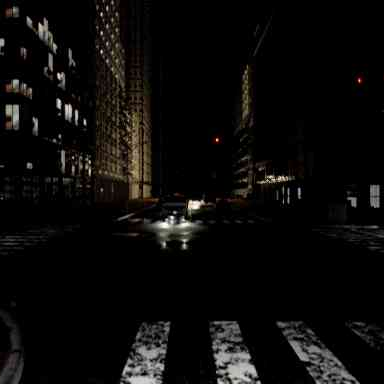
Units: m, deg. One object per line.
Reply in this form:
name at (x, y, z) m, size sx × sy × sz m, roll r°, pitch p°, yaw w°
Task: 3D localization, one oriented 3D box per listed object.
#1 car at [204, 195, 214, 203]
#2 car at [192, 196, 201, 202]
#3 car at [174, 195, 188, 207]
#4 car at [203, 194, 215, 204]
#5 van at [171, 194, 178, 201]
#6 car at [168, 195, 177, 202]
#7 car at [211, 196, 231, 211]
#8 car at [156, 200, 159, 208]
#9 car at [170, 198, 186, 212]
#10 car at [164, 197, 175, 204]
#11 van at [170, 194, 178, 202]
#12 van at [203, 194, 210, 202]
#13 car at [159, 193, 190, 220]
car at (3.549, 1.459, 69.425) m, size 1.967 × 1.590 × 4.097 m, roll 0°, pitch 0°, yaw 0°
car at (0.968, 1.541, 73.228) m, size 1.812 × 1.442 × 4.674 m, roll 0°, pitch 0°, yaw 0°
car at (-1.732, 1.379, 52.814) m, size 2.097 × 1.767 × 4.553 m, roll 0°, pitch 0°, yaw -1°
car at (3.589, 1.338, 63.897) m, size 2.192 × 1.841 × 5.009 m, roll 0°, pitch 0°, yaw 0°
van at (-4.452, 1.349, 85.949) m, size 1.690 × 1.788 × 3.998 m, roll 0°, pitch 0°, yaw 0°
car at (-4.372, 1.455, 74.895) m, size 1.967 × 1.590 × 4.097 m, roll 0°, pitch 0°, yaw 0°
car at (3.800, 1.595, 41.788) m, size 1.947 × 1.339 × 4.313 m, roll 0°, pitch 0°, yaw 0°
car at (-4.170, 1.611, 47.257) m, size 1.802 × 1.307 × 4.206 m, roll 0°, pitch 0°, yaw 0°
car at (-1.654, 1.555, 40.480) m, size 1.812 × 1.442 × 4.674 m, roll 0°, pitch 0°, yaw 0°
car at (-4.291, 1.589, 63.839) m, size 1.947 × 1.339 × 4.313 m, roll 0°, pitch 0°, yaw 0°
van at (-4.412, 1.353, 80.422) m, size 1.690 × 1.788 × 3.998 m, roll 0°, pitch 0°, yaw 0°
van at (3.468, 1.353, 80.480) m, size 1.690 × 1.788 × 3.998 m, roll 0°, pitch 0°, yaw 0°
car at (-1.438, 1.251, 28.520) m, size 2.150 × 2.045 × 5.566 m, roll 0°, pitch 0°, yaw -2°
